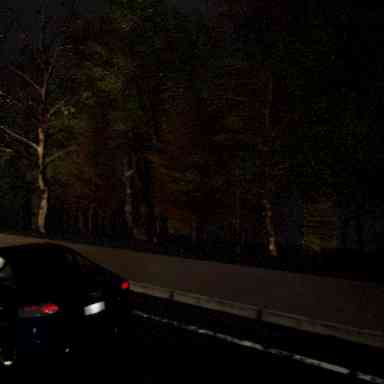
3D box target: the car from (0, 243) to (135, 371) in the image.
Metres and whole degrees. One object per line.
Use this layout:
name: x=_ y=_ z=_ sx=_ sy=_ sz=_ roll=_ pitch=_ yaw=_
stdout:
car: x=-2.990 y=1.615 z=5.822 sx=4.181 sy=1.385 sz=1.994 roll=-1 pitch=0 yaw=36
